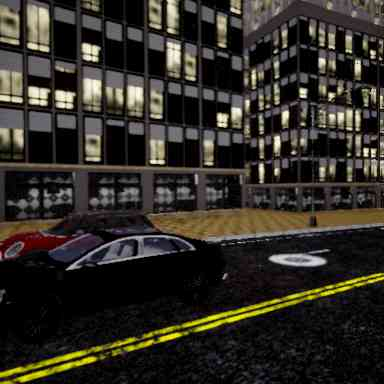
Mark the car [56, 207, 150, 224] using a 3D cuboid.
[{"bbox_3d":[-3.002,1.340,9.402,4.553,1.767,2.097,0,0,-34],"label":"car"}]

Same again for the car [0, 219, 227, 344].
[{"bbox_3d":[-1.555,1.485,6.462,4.902,1.511,2.128,0,0,-35],"label":"car"}]
